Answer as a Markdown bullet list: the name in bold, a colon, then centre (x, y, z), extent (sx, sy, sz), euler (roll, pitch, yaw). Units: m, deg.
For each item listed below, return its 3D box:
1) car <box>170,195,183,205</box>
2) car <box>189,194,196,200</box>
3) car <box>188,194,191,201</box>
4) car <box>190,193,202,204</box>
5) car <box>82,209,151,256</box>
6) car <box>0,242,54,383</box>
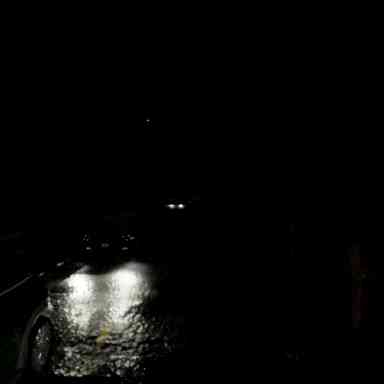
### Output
- **car**: centre (-2.714, 1.346, 58.653), extent (2.097, 1.767, 4.553), euler (0, 0, 1)
- **car**: centre (0.134, 1.397, 94.606), extent (2.128, 1.511, 4.902), euler (0, 0, 0)
- **car**: centre (0.118, 1.251, 83.557), extent (2.097, 1.767, 4.553), euler (0, 0, 0)
- **car**: centre (1.055, 1.475, 66.015), extent (1.882, 1.535, 5.008), euler (0, 0, 0)
- **car**: centre (-2.824, 1.473, 13.348), extent (1.882, 1.535, 5.008), euler (0, 0, 0)
- **car**: centre (-2.851, 1.350, 2.430), extent (2.097, 1.767, 4.553), euler (0, 0, 0)
